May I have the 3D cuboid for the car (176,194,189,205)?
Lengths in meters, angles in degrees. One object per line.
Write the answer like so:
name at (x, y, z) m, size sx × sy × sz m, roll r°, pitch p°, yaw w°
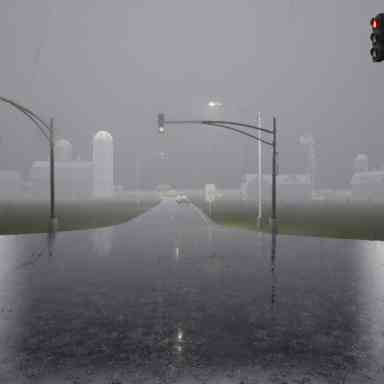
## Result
car at (-1.589, 1.552, 61.257) m, size 1.812 × 1.442 × 4.674 m, roll 0°, pitch 0°, yaw -3°
